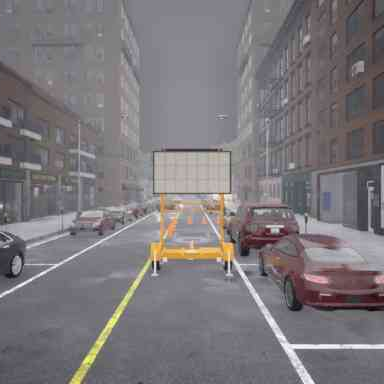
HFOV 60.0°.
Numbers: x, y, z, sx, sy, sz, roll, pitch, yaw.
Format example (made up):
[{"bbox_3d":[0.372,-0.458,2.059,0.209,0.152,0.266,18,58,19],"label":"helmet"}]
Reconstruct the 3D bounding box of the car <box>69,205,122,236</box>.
[{"bbox_3d":[-5.382,1.582,18.477,1.802,1.307,4.206,0,0,0],"label":"car"}]

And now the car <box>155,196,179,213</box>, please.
[{"bbox_3d":[-2.836,1.506,37.778,1.837,1.490,4.892,0,0,0],"label":"car"}]

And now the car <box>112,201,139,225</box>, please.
[{"bbox_3d":[-5.380,1.551,23.996,2.008,1.369,4.403,0,0,0],"label":"car"}]

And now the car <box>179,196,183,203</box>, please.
[{"bbox_3d":[-2.728,1.496,61.992,1.882,1.535,5.008,0,0,0],"label":"car"}]

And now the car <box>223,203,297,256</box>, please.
[{"bbox_3d":[2.642,1.315,12.962,2.192,1.841,5.009,0,0,0],"label":"car"}]

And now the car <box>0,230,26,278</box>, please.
[{"bbox_3d":[-5.386,1.551,7.439,2.008,1.369,4.403,0,0,0],"label":"car"}]

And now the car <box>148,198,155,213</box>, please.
[{"bbox_3d":[-5.376,1.567,35.034,1.947,1.339,4.313,0,0,0],"label":"car"}]

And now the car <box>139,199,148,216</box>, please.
[{"bbox_3d":[-5.378,1.545,29.515,1.887,1.381,4.507,0,0,0],"label":"car"}]

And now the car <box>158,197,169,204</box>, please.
[{"bbox_3d":[-5.366,1.601,62.628,1.802,1.307,4.206,0,0,0],"label":"car"}]

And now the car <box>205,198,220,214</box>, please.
[{"bbox_3d":[2.649,1.583,35.035,1.802,1.307,4.206,0,0,0],"label":"car"}]

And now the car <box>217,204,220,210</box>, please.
[{"bbox_3d":[2.639,1.525,18.648,1.752,1.417,4.829,0,0,0],"label":"car"}]

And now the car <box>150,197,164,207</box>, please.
[{"bbox_3d":[-5.370,1.535,51.419,1.752,1.417,4.829,0,0,0],"label":"car"}]

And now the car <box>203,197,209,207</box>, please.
[{"bbox_3d":[2.651,1.584,40.553,1.802,1.307,4.206,0,0,0],"label":"car"}]

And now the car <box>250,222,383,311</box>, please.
[{"bbox_3d":[2.639,1.582,7.443,1.802,1.307,4.206,0,0,0],"label":"car"}]

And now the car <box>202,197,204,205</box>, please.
[{"bbox_3d":[2.653,1.531,46.241,1.752,1.417,4.829,0,0,0],"label":"car"}]

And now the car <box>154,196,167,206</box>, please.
[{"bbox_3d":[-5.368,1.454,57.109,1.967,1.590,4.097,0,0,0],"label":"car"}]

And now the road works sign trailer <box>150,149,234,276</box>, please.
[{"bbox_3d":[0.003,0.464,10.330,2.380,3.560,2.880,0,0,0],"label":"road works sign trailer"}]

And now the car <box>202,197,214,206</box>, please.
[{"bbox_3d":[2.657,1.596,57.107,1.802,1.307,4.206,0,0,0],"label":"car"}]

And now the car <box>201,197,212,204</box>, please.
[{"bbox_3d":[2.659,1.585,62.626,1.947,1.339,4.313,0,0,0],"label":"car"}]

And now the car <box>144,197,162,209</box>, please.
[{"bbox_3d":[-5.372,1.446,46.071,1.967,1.590,4.097,0,0,0],"label":"car"}]
